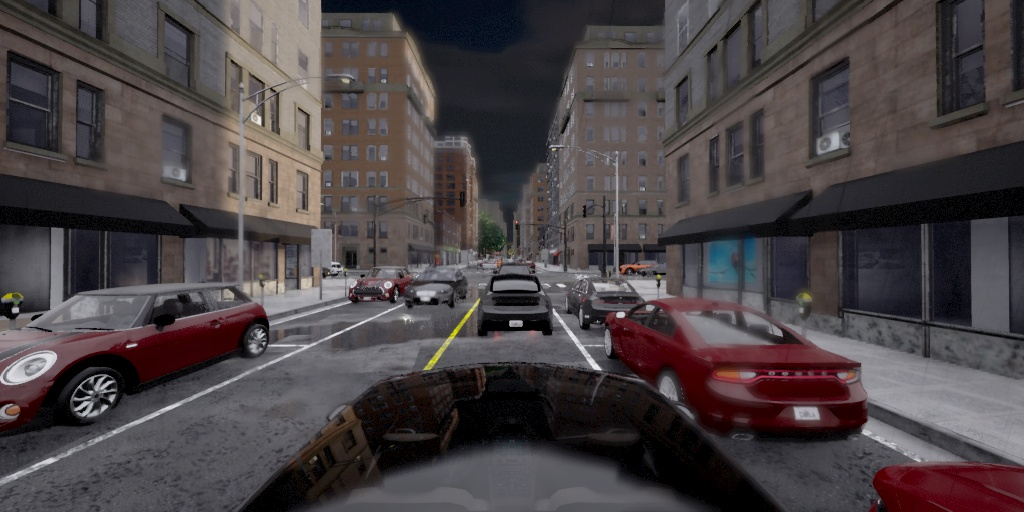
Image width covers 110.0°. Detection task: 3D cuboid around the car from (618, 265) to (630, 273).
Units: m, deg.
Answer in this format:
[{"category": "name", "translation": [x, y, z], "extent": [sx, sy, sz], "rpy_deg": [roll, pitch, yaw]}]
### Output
[{"category": "car", "translation": [14.020, 1.221, 39.348], "extent": [4.553, 1.767, 2.097], "rpy_deg": [0, 0, 0]}]

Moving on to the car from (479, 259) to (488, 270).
[{"category": "car", "translation": [-3.129, 1.389, 50.846], "extent": [1.895, 1.301, 4.718], "rpy_deg": [0, 0, 0]}]

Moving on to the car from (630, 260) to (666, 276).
[{"category": "car", "translation": [15.186, 1.395, 36.087], "extent": [5.357, 1.411, 2.033], "rpy_deg": [0, 0, 0]}]

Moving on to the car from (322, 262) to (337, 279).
[{"category": "car", "translation": [-17.478, 1.127, 29.248], "extent": [5.008, 1.535, 1.882], "rpy_deg": [0, 0, -2]}]

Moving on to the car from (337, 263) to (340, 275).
[{"category": "car", "translation": [-18.370, 0.894, 32.491], "extent": [5.566, 2.045, 2.150], "rpy_deg": [0, 0, -1]}]

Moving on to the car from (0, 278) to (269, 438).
[{"category": "car", "translation": [-5.852, 1.190, 5.484], "extent": [1.967, 1.591, 4.097], "rpy_deg": [0, 0, 0]}]

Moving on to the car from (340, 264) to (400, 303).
[{"category": "car", "translation": [-5.836, 1.195, 16.470], "extent": [1.967, 1.591, 4.097], "rpy_deg": [0, 0, 0]}]

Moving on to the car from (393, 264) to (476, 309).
[{"category": "car", "translation": [-2.986, 1.247, 15.028], "extent": [2.128, 1.511, 4.902], "rpy_deg": [0, 0, 1]}]

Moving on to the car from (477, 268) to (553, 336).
[{"category": "car", "translation": [0.056, 1.258, 10.388], "extent": [1.837, 1.490, 4.892], "rpy_deg": [0, 0, -1]}]

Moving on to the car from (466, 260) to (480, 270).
[{"category": "car", "translation": [-5.915, 1.345, 54.831], "extent": [2.007, 1.370, 4.403], "rpy_deg": [0, 0, 0]}]

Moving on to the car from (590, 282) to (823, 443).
[{"category": "car", "translation": [2.675, 1.296, 5.479], "extent": [1.888, 1.381, 4.507], "rpy_deg": [0, 0, 0]}]

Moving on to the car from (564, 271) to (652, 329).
[{"category": "car", "translation": [2.682, 1.303, 10.970], "extent": [2.007, 1.370, 4.403], "rpy_deg": [0, 0, 0]}]

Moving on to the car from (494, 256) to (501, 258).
[{"category": "car", "translation": [-3.178, 1.159, 60.818], "extent": [2.097, 1.767, 4.553], "rpy_deg": [0, 0, 0]}]

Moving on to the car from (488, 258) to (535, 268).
[{"category": "car", "translation": [0.119, 1.108, 17.809], "extent": [2.097, 1.767, 4.553], "rpy_deg": [0, 0, 0]}]
